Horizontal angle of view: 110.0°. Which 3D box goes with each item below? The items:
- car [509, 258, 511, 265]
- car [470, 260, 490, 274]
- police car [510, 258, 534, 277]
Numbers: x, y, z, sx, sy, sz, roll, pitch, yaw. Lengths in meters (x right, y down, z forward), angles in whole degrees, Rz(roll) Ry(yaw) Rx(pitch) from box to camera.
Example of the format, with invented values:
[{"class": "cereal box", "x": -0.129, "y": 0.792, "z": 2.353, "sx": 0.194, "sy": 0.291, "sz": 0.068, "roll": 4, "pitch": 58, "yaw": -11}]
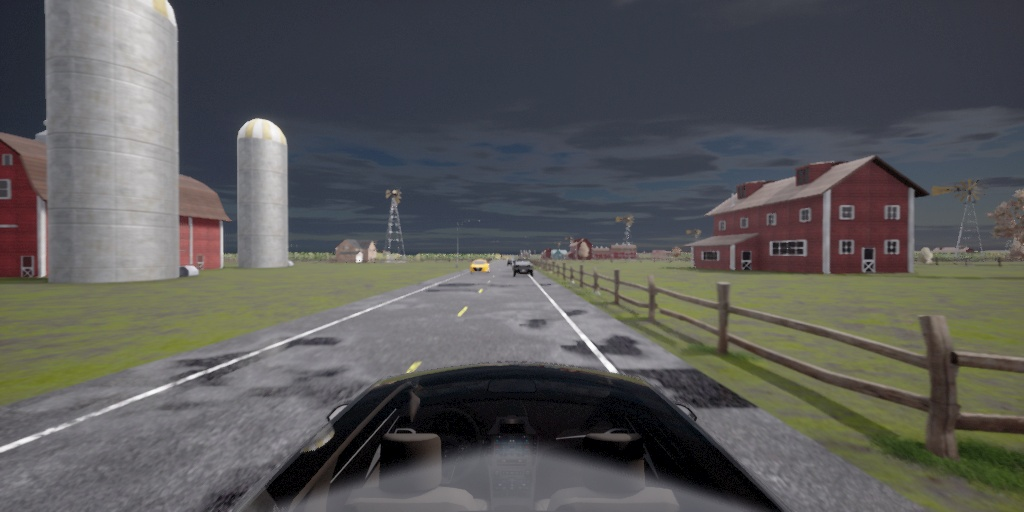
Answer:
[{"class": "car", "x": 1.047, "y": 1.038, "z": 50.897, "sx": 2.097, "sy": 1.767, "sz": 4.553, "roll": 0, "pitch": 0, "yaw": 0}, {"class": "car", "x": -3.585, "y": 1.169, "z": 40.352, "sx": 1.882, "sy": 1.535, "sz": 5.008, "roll": 0, "pitch": 0, "yaw": 0}, {"class": "police car", "x": 1.049, "y": 1.121, "z": 35.035, "sx": 1.930, "sy": 1.638, "sz": 5.238, "roll": 0, "pitch": 0, "yaw": 0}]
